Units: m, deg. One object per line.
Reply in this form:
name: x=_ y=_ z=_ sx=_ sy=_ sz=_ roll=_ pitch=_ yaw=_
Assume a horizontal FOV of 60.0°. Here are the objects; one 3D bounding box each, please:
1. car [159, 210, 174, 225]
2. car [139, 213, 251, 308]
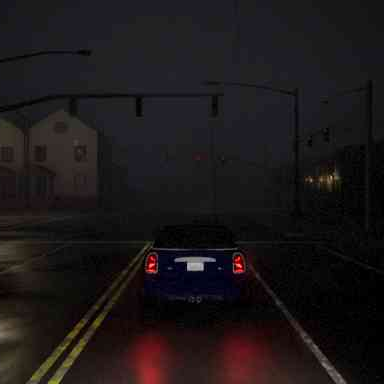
car: x=-3.576 y=3.664 z=46.683 sx=1.812 sy=1.442 sz=4.674 roll=-1 pitch=-13 yaw=-1
car: x=0.075 y=1.350 z=8.068 sx=2.097 sy=1.767 sz=4.553 roll=0 pitch=0 yaw=0
